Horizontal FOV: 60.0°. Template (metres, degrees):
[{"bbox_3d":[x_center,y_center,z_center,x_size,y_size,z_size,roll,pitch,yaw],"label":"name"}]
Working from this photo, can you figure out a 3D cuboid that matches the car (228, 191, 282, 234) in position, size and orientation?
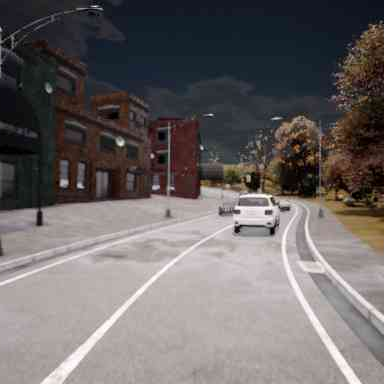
[{"bbox_3d":[3.811,1.156,19.155,2.150,2.045,5.566,0,0,18],"label":"car"}]

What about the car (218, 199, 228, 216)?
[{"bbox_3d":[3.718,1.359,30.383,1.837,1.490,4.892,0,1,19],"label":"car"}]

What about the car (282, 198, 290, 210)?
[{"bbox_3d":[10.012,1.338,37.416,1.895,1.301,4.718,0,1,17],"label":"car"}]
